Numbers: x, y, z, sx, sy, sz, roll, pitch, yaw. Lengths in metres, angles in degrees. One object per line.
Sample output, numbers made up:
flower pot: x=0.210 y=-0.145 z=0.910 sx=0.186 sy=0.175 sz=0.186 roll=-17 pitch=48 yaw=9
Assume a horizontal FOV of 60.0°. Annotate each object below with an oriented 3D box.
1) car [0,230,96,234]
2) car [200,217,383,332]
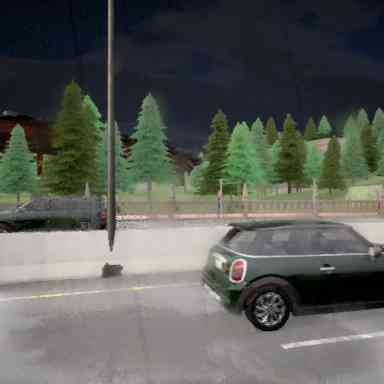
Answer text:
car: x=-6.615 y=1.223 z=15.294 sx=5.566 sy=2.045 sz=2.150 roll=0 pitch=0 yaw=-17
car: x=2.544 y=1.351 z=6.672 sx=4.553 sy=1.767 sz=2.097 roll=0 pitch=0 yaw=-14
